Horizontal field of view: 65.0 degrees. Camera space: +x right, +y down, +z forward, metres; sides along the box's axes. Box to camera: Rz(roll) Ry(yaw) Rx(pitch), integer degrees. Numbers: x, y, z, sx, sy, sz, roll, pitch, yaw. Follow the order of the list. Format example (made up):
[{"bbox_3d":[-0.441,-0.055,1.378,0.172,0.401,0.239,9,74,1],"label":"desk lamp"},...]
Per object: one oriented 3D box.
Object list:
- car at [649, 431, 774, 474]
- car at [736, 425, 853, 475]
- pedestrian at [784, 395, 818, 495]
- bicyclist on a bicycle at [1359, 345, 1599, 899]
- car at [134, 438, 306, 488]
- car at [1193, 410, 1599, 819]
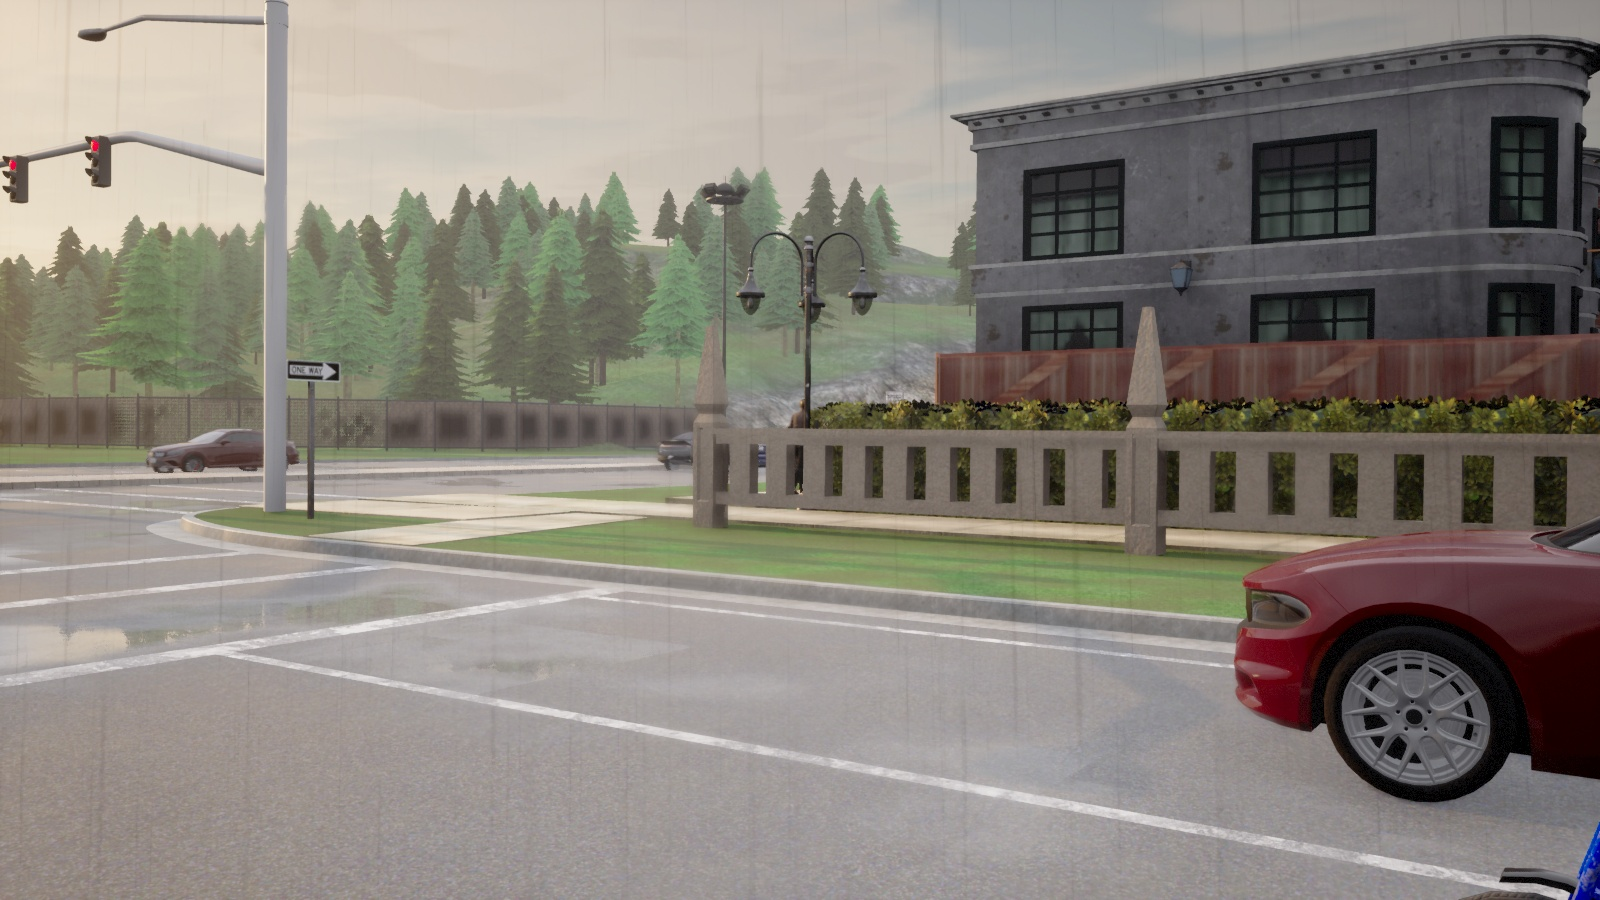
[{"bbox_3d":[-3.290,0.068,47.591,2.128,1.511,4.902,0,1,34],"label":"car"},{"bbox_3d":[-0.141,-0.037,45.999,2.097,1.767,4.553,0,1,34],"label":"car"},{"bbox_3d":[0.026,-0.088,23.524,0.331,1.846,0.634,0,1,31],"label":"pedestrian"},{"bbox_3d":[1.935,0.618,2.330,1.509,1.612,0.866,0,1,34],"label":"bicyclist on a bicycle"},{"bbox_3d":[-18.272,0.380,39.770,1.812,1.442,4.674,0,1,34],"label":"car"},{"bbox_3d":[4.344,0.602,4.940,5.008,1.535,1.882,0,1,34],"label":"car"}]
